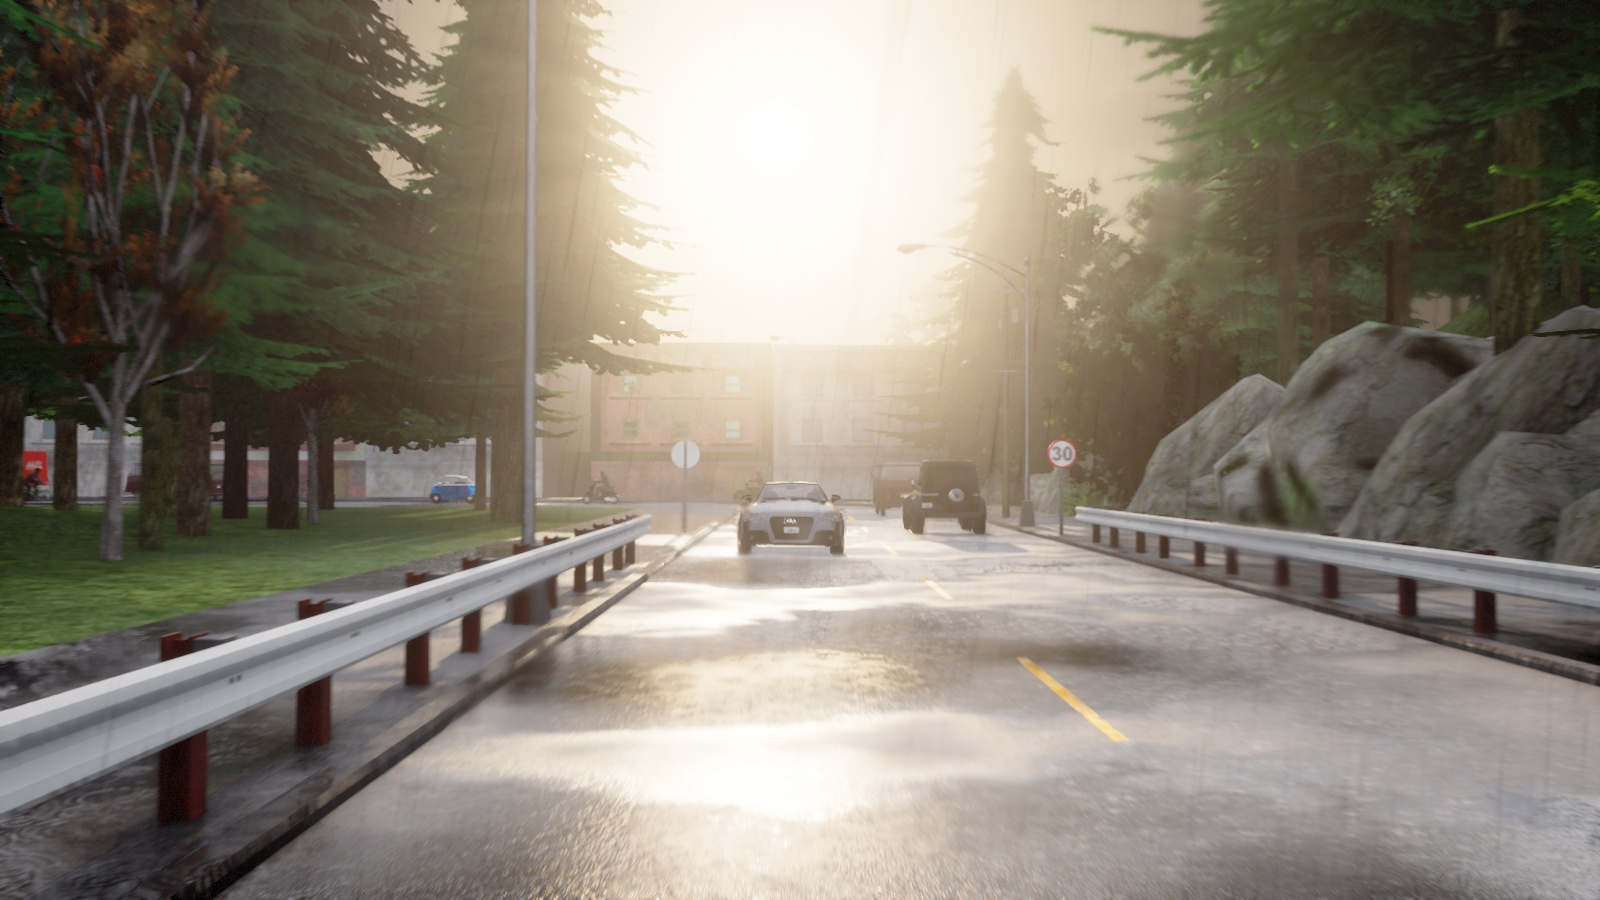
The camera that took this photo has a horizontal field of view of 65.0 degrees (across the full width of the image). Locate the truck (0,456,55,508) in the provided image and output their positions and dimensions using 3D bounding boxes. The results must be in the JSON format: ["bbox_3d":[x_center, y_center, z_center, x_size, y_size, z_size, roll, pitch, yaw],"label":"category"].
[{"bbox_3d":[-39.228,1.546,60.379,5.204,2.467,2.627,0,-1,0],"label":"truck"}]

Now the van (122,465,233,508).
[{"bbox_3d":[-29.908,1.746,60.387,4.442,1.987,1.775,0,-1,0],"label":"van"}]

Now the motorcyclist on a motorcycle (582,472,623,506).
[{"bbox_3d":[-9.483,1.861,60.312,1.817,1.590,0.866,0,-1,3],"label":"motorcyclist on a motorcycle"}]

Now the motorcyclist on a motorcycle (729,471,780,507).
[{"bbox_3d":[-2.136,1.802,58.742,2.350,1.649,0.766,-1,0,35],"label":"motorcyclist on a motorcycle"}]

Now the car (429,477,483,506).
[{"bbox_3d":[-16.530,1.993,60.384,2.207,1.376,1.481,0,-1,0],"label":"car"}]

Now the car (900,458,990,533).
[{"bbox_3d":[3.778,1.179,33.398,1.905,1.878,3.866,0,-1,0],"label":"car"}]

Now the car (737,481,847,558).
[{"bbox_3d":[-0.161,1.317,24.988,1.994,1.385,4.181,0,-1,0],"label":"car"}]

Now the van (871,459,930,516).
[{"bbox_3d":[3.667,1.366,46.585,1.775,1.987,4.442,0,-1,-1],"label":"van"}]
